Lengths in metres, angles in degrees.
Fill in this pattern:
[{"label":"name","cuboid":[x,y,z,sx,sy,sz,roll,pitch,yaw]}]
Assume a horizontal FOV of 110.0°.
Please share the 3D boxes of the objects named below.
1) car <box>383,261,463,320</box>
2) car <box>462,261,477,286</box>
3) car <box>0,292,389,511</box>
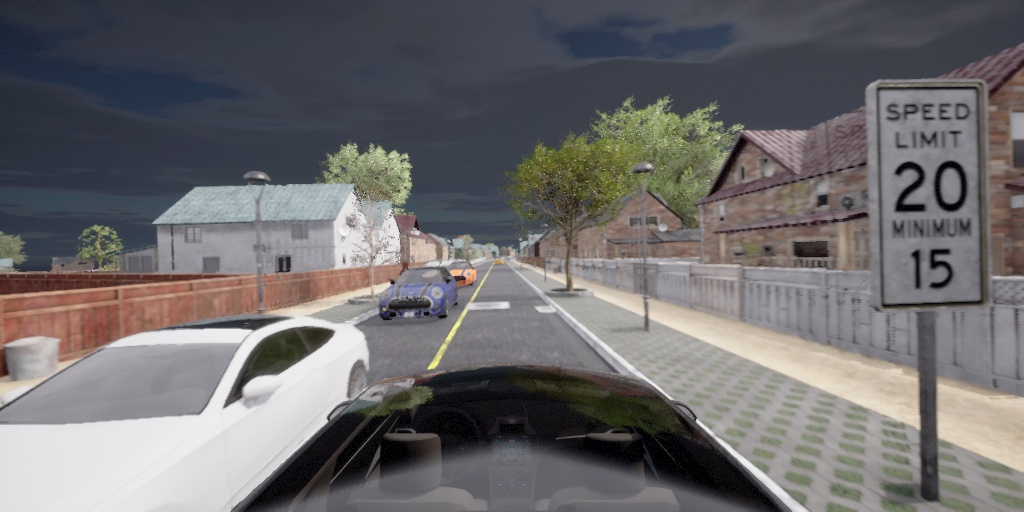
[{"label":"car","cuboid":[-3.203,1.181,13.098,2.097,1.767,4.553,-2,0,-2]},{"label":"car","cuboid":[-3.653,1.176,25.353,2.097,1.767,4.553,-2,0,-1]},{"label":"car","cuboid":[-2.817,1.356,3.266,1.812,1.442,4.674,-2,0,-2]}]
